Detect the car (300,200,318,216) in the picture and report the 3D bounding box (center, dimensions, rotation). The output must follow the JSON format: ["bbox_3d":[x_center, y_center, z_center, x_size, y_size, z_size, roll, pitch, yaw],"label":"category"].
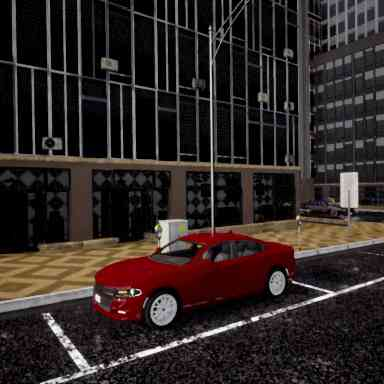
[{"bbox_3d":[8.904,1.452,30.775,2.008,1.369,4.403,-1,1,-35],"label":"car"}]

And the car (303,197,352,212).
[{"bbox_3d":[14.898,1.276,36.726,1.752,1.417,4.829,-1,1,-35],"label":"car"}]

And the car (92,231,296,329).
[{"bbox_3d":[0.246,1.544,6.900,4.507,1.381,1.887,0,-1,-35],"label":"car"}]

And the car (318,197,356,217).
[{"bbox_3d":[12.094,1.423,30.646,2.033,1.411,5.357,-1,1,-35],"label":"car"}]
